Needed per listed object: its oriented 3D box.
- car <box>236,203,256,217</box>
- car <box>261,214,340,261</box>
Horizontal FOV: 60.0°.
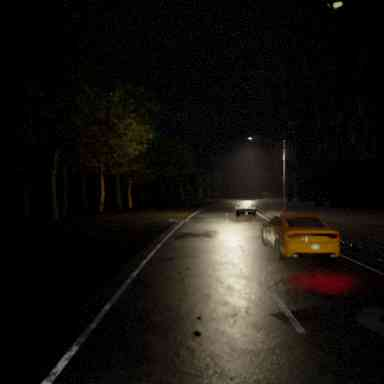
[{"bbox_3d":[5.371,1.735,33.584,1.895,1.301,4.718,0,0,6],"label":"car"},{"bbox_3d":[3.903,1.557,12.739,1.882,1.535,5.008,0,0,2],"label":"car"}]
